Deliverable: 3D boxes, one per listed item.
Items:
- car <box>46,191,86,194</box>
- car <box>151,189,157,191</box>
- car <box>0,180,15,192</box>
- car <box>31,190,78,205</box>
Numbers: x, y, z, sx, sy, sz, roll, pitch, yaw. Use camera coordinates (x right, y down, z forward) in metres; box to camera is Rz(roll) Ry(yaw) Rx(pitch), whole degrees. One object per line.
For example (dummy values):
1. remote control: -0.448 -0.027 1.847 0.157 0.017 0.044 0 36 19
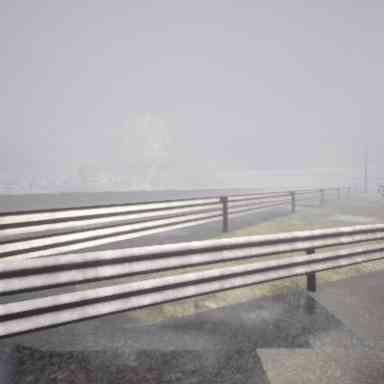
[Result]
1. car: -13.689 0.602 38.358 2.128 1.511 4.902 0 1 32
2. car: -6.302 0.244 56.974 1.812 1.442 4.674 0 1 31
3. car: -33.752 -1.021 58.745 2.150 2.045 5.566 -1 4 12
4. car: -16.581 0.614 40.328 2.128 1.511 4.902 0 1 32
